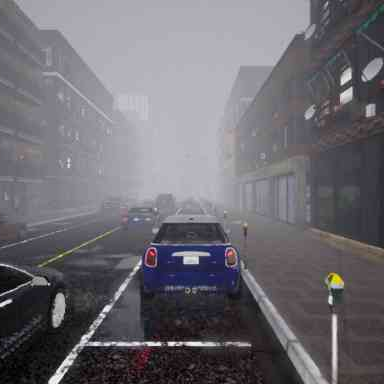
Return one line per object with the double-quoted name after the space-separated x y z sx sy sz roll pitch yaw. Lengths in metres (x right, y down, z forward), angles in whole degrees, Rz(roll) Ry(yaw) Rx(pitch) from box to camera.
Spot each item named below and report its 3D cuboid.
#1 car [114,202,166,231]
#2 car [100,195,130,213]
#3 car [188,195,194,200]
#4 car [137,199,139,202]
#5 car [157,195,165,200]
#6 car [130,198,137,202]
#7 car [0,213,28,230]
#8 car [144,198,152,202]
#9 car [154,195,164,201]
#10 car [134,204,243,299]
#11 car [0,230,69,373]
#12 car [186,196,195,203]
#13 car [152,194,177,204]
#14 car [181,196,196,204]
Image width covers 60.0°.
-3.007 1.548 20.509 2.033 1.411 5.357 0 0 0 "car"
-8.765 1.314 37.170 2.192 1.841 5.009 0 0 0 "car"
-0.287 1.513 93.683 1.752 1.417 4.829 0 0 0 "car"
-8.747 1.543 48.442 1.887 1.381 4.507 0 0 0 "car"
-8.669 1.539 93.532 2.008 1.369 4.403 0 0 0 "car"
-8.757 1.439 42.805 1.967 1.590 4.097 0 0 0 "car"
-8.806 1.583 14.624 1.802 1.307 4.206 0 0 0 "car"
-6.061 1.598 48.273 1.895 1.301 4.718 0 0 0 "car"
-8.678 1.541 87.895 2.008 1.369 4.403 0 0 0 "car"
-0.014 1.353 8.616 2.097 1.767 4.553 0 0 0 "car"
-3.034 1.505 3.827 1.837 1.490 4.892 0 0 0 "car"
-0.327 1.545 70.968 2.008 1.369 4.403 0 0 0 "car"
-3.073 1.221 40.082 2.150 2.045 5.566 0 0 0 "car"
-0.386 1.525 37.321 1.752 1.417 4.829 0 0 0 "car"
